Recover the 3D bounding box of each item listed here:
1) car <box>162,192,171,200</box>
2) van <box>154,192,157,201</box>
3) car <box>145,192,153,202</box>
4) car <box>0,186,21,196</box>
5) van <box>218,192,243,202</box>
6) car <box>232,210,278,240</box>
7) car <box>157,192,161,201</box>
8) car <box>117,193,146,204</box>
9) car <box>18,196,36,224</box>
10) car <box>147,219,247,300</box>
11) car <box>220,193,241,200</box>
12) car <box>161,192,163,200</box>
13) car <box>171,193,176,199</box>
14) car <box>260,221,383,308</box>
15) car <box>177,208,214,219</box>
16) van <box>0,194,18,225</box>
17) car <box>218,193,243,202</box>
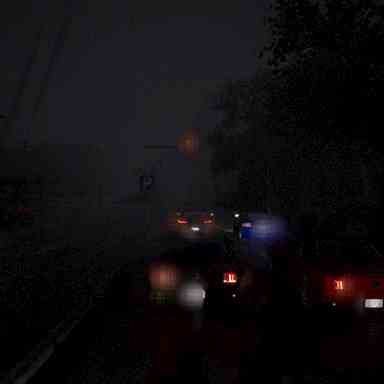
[{"bbox_3d":[-8.447,1.357,85.318,4.674,1.452,2.002,-1,0,-12],"label":"car"},{"bbox_3d":[-10.236,1.092,70.368,4.442,1.987,1.878,-1,0,-14],"label":"van"},{"bbox_3d":[-10.795,1.314,64.376,5.366,1.575,1.946,-1,0,-15],"label":"car"},{"bbox_3d":[-28.162,0.136,52.254,2.002,1.452,4.674,6,-3,-19],"label":"car"},{"bbox_3d":[7.287,1.042,63.978,4.442,1.987,1.878,1,0,-14],"label":"van"},{"bbox_3d":[3.164,1.588,16.635,1.994,1.385,4.181,0,0,1],"label":"car"},{"bbox_3d":[-10.008,1.321,73.340,4.892,1.521,2.231,-1,0,-14],"label":"car"},{"bbox_3d":[-11.440,1.357,61.384,4.792,1.488,2.163,-1,0,-15],"label":"car"},{"bbox_3d":[-13.626,1.403,23.578,4.553,1.767,2.185,-1,0,-19],"label":"car"},{"bbox_3d":[0.110,1.612,8.378,1.895,1.301,4.718,0,0,0],"label":"car"},{"bbox_3d":[9.463,1.128,81.647,4.553,1.767,2.185,1,0,-12],"label":"car"},{"bbox_3d":[-9.635,1.359,76.335,4.674,1.452,2.002,-1,0,-13],"label":"car"},{"bbox_3d":[-7.997,1.064,88.325,5.566,2.045,2.435,-1,0,-12],"label":"car"},{"bbox_3d":[3.120,1.611,7.888,1.895,1.301,4.718,0,0,0],"label":"car"},{"bbox_3d":[0.172,1.552,17.480,1.812,1.442,4.674,0,0,1],"label":"car"},{"bbox_3d":[-13.601,1.296,20.601,4.442,1.987,1.878,-1,0,-19],"label":"van"},{"bbox_3d":[7.671,1.141,66.947,4.553,1.767,2.185,1,0,-14],"label":"car"}]
